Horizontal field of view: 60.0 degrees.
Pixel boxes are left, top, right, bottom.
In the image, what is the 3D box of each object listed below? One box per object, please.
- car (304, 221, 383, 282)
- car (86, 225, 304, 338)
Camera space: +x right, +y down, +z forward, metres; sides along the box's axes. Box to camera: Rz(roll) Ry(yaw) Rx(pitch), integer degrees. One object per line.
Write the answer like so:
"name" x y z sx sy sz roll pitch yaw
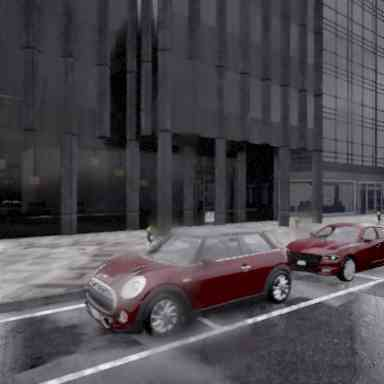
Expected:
"car" 4.654 1.578 9.841 4.507 1.381 1.887 0 0 -35
"car" 0.060 1.454 6.571 4.097 1.590 1.967 0 0 -35
